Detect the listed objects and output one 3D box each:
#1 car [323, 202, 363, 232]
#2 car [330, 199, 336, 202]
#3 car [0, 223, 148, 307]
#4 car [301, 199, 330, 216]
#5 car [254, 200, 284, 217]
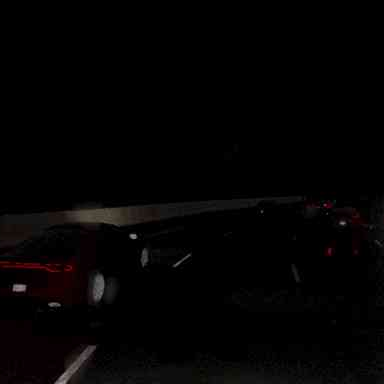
[{"bbox_3d":[9.268,1.528,20.228,1.812,1.442,4.674,0,0,26],"label":"car"},{"bbox_3d":[16.874,1.567,41.601,1.994,1.385,4.181,0,0,29],"label":"car"},{"bbox_3d":[-2.542,1.478,8.095,1.882,1.535,5.008,0,0,9],"label":"car"},{"bbox_3d":[12.065,1.567,32.883,1.994,1.385,4.181,0,0,29],"label":"car"},{"bbox_3d":[7.425,1.495,31.749,2.128,1.511,4.902,0,0,29],"label":"car"}]
